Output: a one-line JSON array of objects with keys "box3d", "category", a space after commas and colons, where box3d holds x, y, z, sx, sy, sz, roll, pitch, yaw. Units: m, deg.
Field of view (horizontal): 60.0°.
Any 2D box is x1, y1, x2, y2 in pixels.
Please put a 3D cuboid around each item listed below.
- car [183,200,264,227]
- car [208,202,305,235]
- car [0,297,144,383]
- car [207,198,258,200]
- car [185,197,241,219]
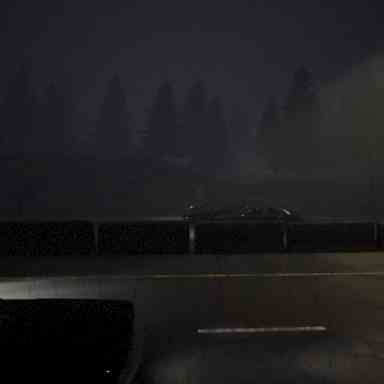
[{"box3d": [1.925, 1.461, 21.323, 5.008, 1.535, 1.882, 0, 0, -3], "category": "car"}, {"box3d": [3.534, 1.489, 17.903, 4.892, 1.490, 1.837, 0, 0, -3], "category": "car"}, {"box3d": [-2.872, 1.598, 3.348, 4.718, 1.301, 1.895, 0, 0, -3], "category": "car"}, {"box3d": [3.506, 1.330, 24.910, 4.553, 1.767, 2.097, 0, 0, -3], "category": "car"}, {"box3d": [1.704, 1.330, 28.321, 4.553, 1.767, 2.097, 0, 0, -3], "category": "car"}]
